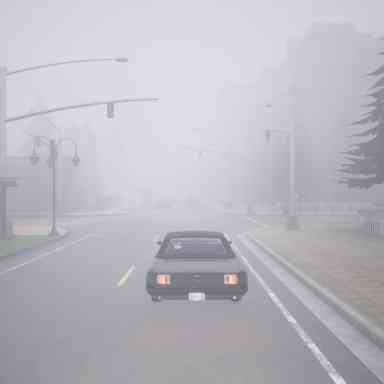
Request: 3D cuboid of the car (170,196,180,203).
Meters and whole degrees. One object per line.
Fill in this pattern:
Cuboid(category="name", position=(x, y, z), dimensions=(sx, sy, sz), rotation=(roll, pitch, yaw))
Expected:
Cuboid(category="car", position=(-3.520, 1.558, 69.514), dimensions=(1.994, 1.385, 4.181), rotation=(0, 0, 0))

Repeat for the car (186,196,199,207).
Cuboid(category="car", position=(0.085, 1.351, 52.020), dimensions=(2.097, 1.767, 4.553), rotation=(0, 0, 0))

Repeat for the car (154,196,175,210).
Cuboid(category="car", position=(-3.606, 1.525, 42.705), dimensions=(1.812, 1.442, 4.674), rotation=(0, 0, 1))

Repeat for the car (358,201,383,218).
Cuboid(category="car", position=(16.862, 1.492, 28.536), dimensions=(5.008, 1.535, 1.882), rotation=(0, 0, -2))

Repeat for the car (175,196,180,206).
Cuboid(category="car", position=(-3.591, 1.600, 56.036), dimensions=(1.895, 1.301, 4.718), rotation=(0, 0, 0))

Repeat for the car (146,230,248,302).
Cuboid(category="car", position=(0.067, 1.601, 8.220), dimensions=(1.895, 1.301, 4.718), rotation=(0, 0, -1))
